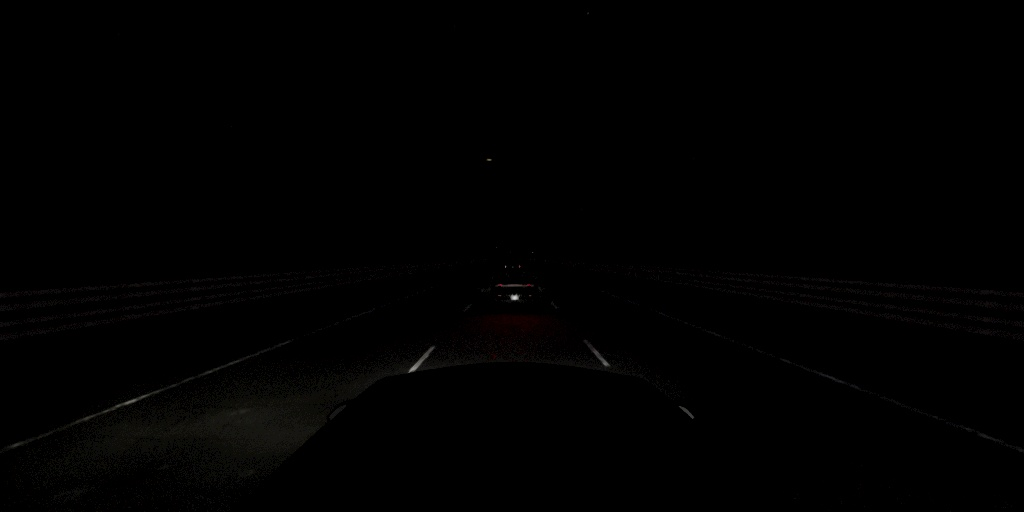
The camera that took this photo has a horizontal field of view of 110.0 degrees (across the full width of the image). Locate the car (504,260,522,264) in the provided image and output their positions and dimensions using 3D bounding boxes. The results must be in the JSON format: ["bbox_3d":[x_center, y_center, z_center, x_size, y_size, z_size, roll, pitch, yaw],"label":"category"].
[{"bbox_3d":[0.096,1.219,41.097,2.097,1.767,4.553,0,0,0],"label":"car"}]

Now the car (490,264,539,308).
[{"bbox_3d":[0.100,1.282,15.275,2.128,1.511,4.902,0,0,0],"label":"car"}]
